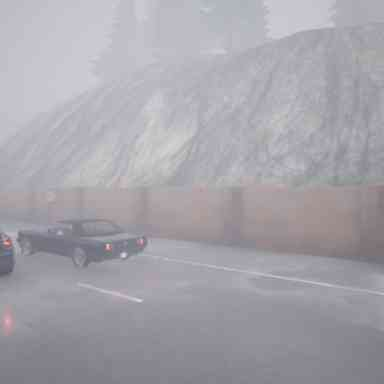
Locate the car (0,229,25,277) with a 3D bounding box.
[{"bbox_3d":[-6.700,1.274,8.767,4.553,1.767,2.097,0,0,35],"label":"car"}]

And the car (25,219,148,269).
[{"bbox_3d":[-3.797,1.531,10.996,4.718,1.301,1.895,1,0,35],"label":"car"}]
